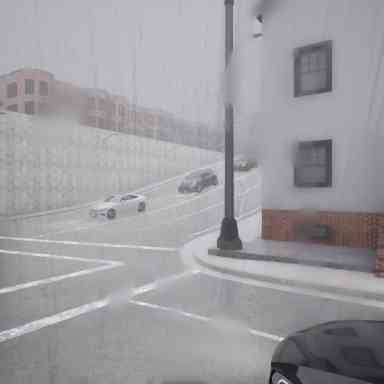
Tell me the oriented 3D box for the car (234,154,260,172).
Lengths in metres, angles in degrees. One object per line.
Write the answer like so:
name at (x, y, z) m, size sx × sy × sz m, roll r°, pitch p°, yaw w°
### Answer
car at (6.234, -3.502, 39.354) m, size 2.097 × 1.767 × 4.553 m, roll 0°, pitch 14°, yaw 35°

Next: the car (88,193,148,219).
car at (-5.071, 0.864, 23.311) m, size 1.812 × 1.442 × 4.674 m, roll 0°, pitch 7°, yaw 35°

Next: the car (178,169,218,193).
car at (0.553, -1.125, 31.338) m, size 2.097 × 1.767 × 4.553 m, roll 0°, pitch 13°, yaw 34°

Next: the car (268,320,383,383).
car at (2.773, 1.526, 1.993) m, size 4.674 × 1.442 × 1.812 m, roll 0°, pitch 0°, yaw 36°
